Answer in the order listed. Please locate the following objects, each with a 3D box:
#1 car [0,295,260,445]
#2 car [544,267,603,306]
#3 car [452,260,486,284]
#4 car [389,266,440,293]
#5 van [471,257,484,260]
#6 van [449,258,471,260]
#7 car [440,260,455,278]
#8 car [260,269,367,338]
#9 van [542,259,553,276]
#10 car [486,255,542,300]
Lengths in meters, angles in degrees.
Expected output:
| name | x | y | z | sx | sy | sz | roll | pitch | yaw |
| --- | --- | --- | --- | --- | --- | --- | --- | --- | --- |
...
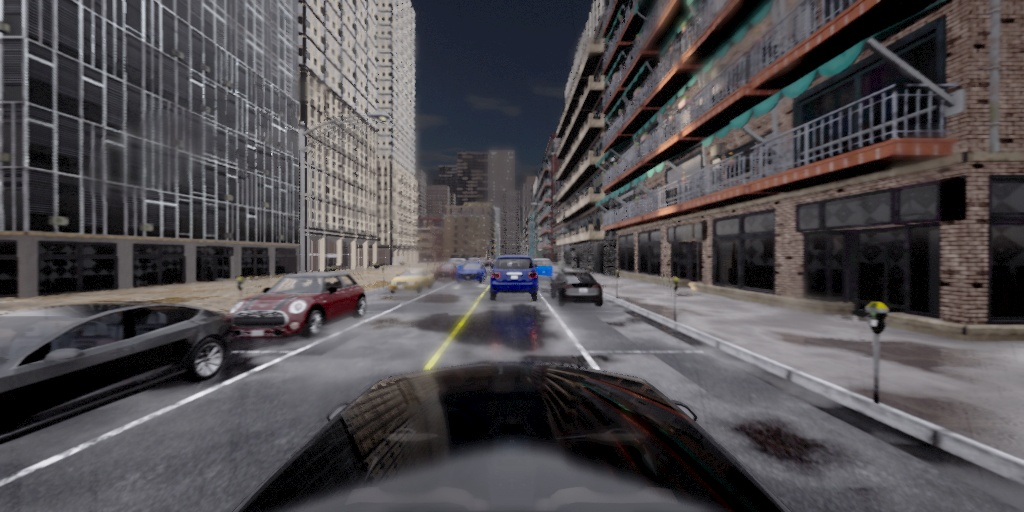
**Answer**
| name | x | y | z | sx | sy | sz | roll | pitch | yaw |
| --- | --- | --- | --- | --- | --- | --- | --- | --- | --- |
| car | -5.692 | 1.318 | 4.484 | 1.948 | 1.339 | 4.313 | 0 | 0 | 0 |
| car | 2.686 | 1.330 | 15.540 | 1.948 | 1.339 | 4.313 | 0 | 0 | 0 |
| car | -3.068 | 1.257 | 27.758 | 1.882 | 1.535 | 5.008 | 0 | 0 | 0 |
| car | -5.696 | 1.296 | 20.896 | 1.751 | 1.417 | 4.829 | 0 | 0 | 0 |
| van | -5.703 | 1.160 | 54.231 | 1.690 | 1.789 | 3.998 | 0 | 0 | 0 |
| van | -5.699 | 1.133 | 37.649 | 1.690 | 1.789 | 3.998 | 0 | 0 | 0 |
| car | -5.698 | 1.330 | 32.121 | 1.888 | 1.381 | 4.507 | 0 | 0 | 0 |
| car | -5.693 | 1.197 | 10.011 | 1.967 | 1.591 | 4.097 | 0 | 0 | 0 |
| van | 2.683 | 1.126 | 32.122 | 1.690 | 1.789 | 3.998 | 0 | 0 | 0 |
| car | 0.099 | 0.989 | 17.865 | 2.150 | 2.045 | 5.566 | 0 | 0 | 0 |
